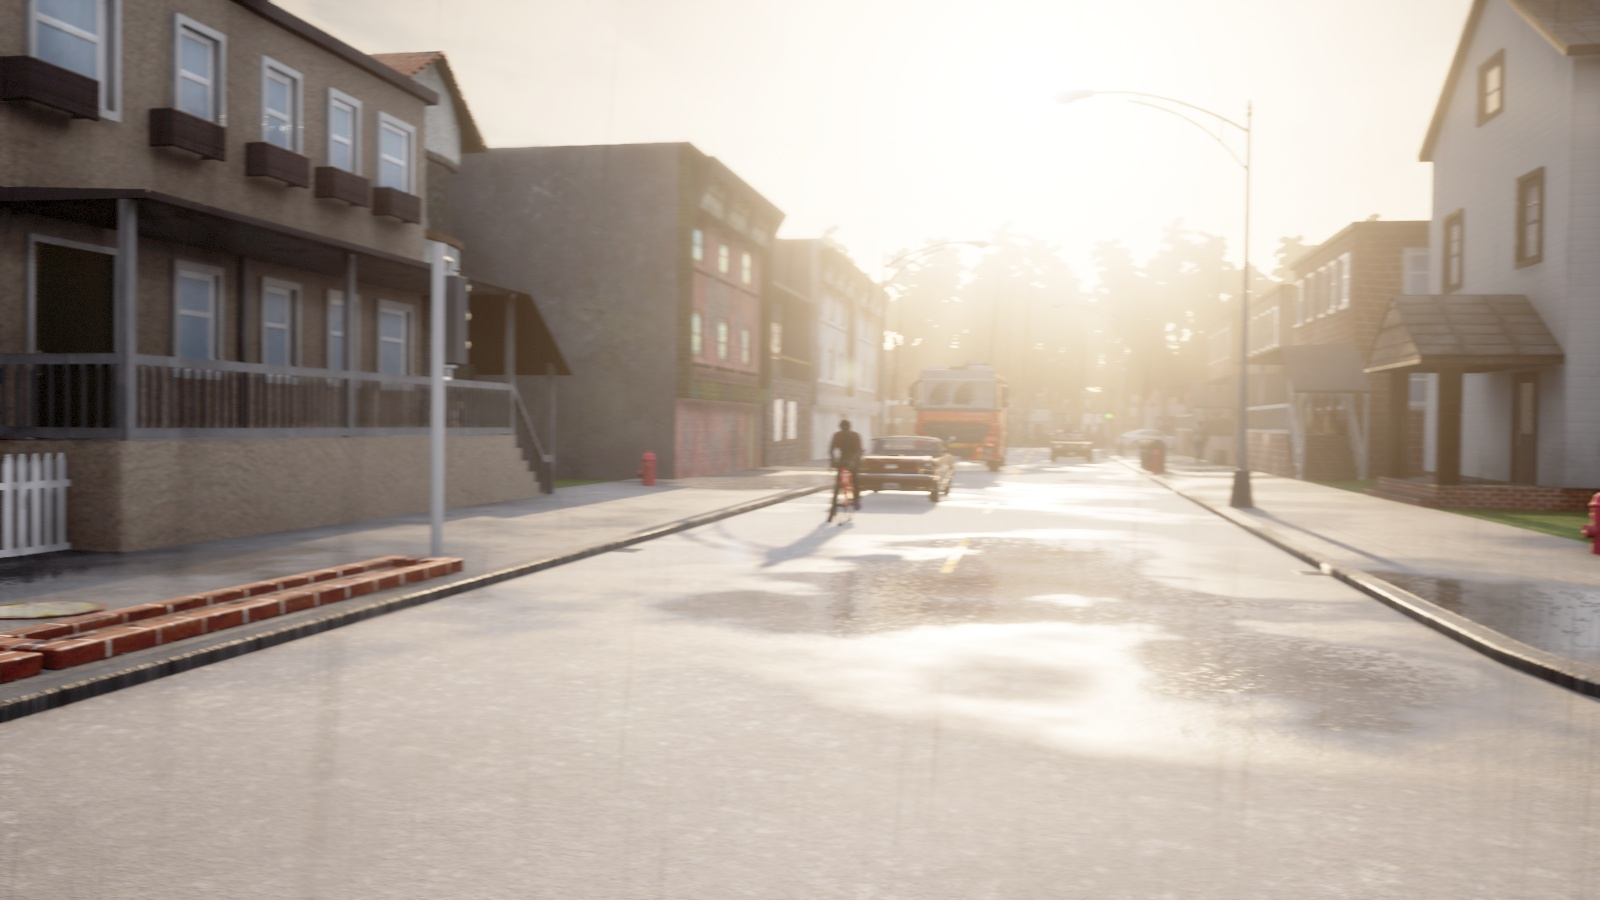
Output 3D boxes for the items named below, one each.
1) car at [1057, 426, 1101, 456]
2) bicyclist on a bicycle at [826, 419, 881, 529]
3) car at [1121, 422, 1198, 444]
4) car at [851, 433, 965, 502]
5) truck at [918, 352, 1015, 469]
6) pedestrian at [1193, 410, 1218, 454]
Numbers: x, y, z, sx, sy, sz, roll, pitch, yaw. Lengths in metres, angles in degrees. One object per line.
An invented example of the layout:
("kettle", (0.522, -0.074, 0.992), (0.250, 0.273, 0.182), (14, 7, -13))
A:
("car", (12.752, -0.428, 57.633), (1.895, 1.301, 4.718), (0, 1, 12))
("bicyclist on a bicycle", (0.848, 0.332, 19.424), (0.582, 1.620, 1.656), (0, 2, 11))
("car", (24.189, -1.170, 84.639), (4.674, 1.442, 1.812), (-1, 1, -1))
("car", (2.411, 0.307, 26.999), (1.895, 1.301, 4.718), (0, 1, 12))
("truck", (6.192, -1.381, 45.530), (2.891, 3.827, 8.468), (0, 1, 12))
("pedestrian", (17.057, -0.754, 52.810), (0.874, 1.855, 0.900), (0, 1, 26))
